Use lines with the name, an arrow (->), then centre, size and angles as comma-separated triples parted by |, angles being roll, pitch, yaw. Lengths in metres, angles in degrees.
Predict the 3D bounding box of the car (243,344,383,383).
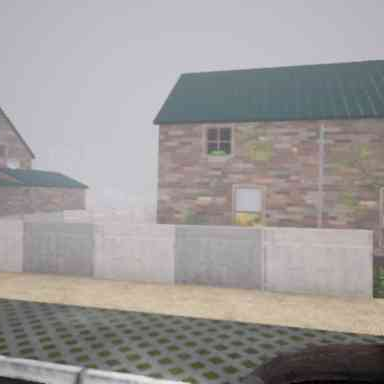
car -> 2.636, 1.545, 1.829 | 4.892, 1.490, 1.837 | 0, -1, 14
